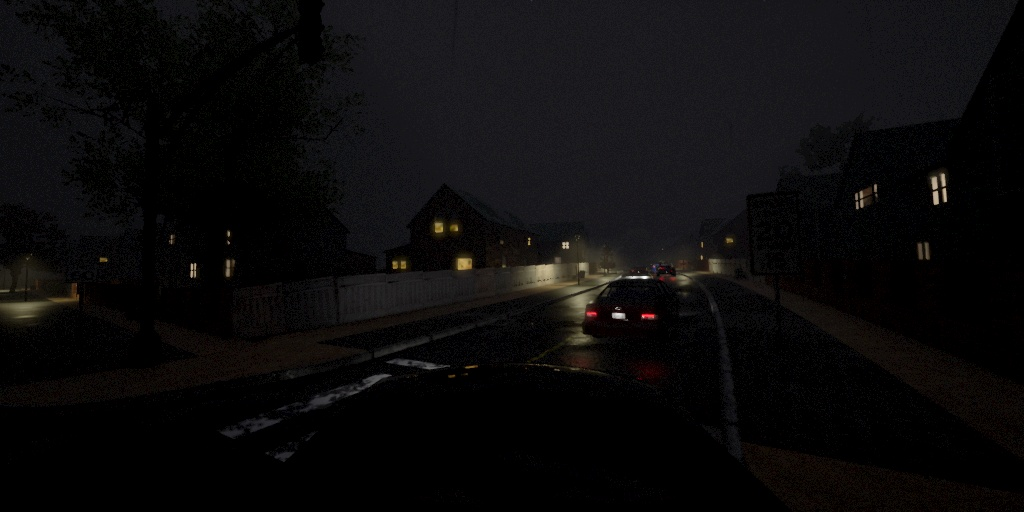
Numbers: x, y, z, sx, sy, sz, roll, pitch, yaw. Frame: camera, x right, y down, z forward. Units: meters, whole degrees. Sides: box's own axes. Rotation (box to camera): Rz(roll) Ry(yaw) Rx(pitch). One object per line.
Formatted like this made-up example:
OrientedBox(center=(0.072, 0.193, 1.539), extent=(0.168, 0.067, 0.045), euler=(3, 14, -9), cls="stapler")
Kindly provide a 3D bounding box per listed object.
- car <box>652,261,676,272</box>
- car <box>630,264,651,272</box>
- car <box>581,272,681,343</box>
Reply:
OrientedBox(center=(16.838, 1.472, 39.368), extent=(2.128, 1.511, 4.902), euler=(-2, -1, 20), cls="car")
OrientedBox(center=(15.259, 1.668, 43.104), extent=(1.994, 1.385, 4.181), euler=(-2, -1, 20), cls="car")
OrientedBox(center=(3.471, 1.327, 9.844), extent=(2.033, 1.411, 5.357), euler=(-3, -1, 28), cls="car")
